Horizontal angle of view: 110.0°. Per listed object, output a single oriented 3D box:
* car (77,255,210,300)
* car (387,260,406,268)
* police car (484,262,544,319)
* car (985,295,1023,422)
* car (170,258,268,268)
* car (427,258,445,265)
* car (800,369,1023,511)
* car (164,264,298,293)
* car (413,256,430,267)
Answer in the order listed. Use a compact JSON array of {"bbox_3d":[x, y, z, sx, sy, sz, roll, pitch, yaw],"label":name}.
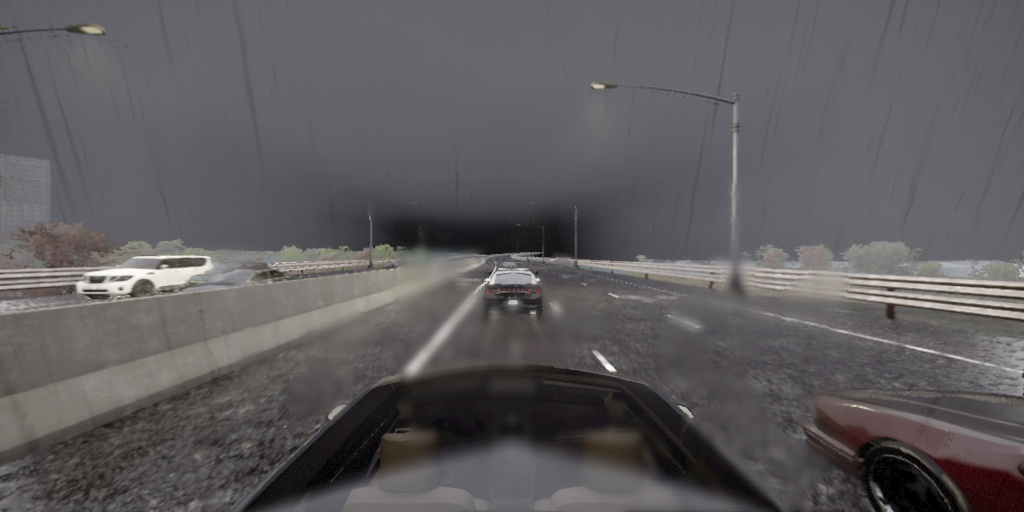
[{"bbox_3d":[-17.689,0.974,17.917,2.150,2.045,5.566,0,0,-1],"label":"car"},{"bbox_3d":[-18.465,1.292,57.544,1.994,1.385,4.181,0,0,-1],"label":"car"},{"bbox_3d":[0.050,1.174,13.015,1.930,1.638,5.238,0,0,0],"label":"police car"},{"bbox_3d":[7.092,1.253,2.233,1.837,1.490,4.892,0,0,0],"label":"car"},{"bbox_3d":[-14.195,1.104,18.343,2.097,1.767,4.553,0,0,-1],"label":"car"},{"bbox_3d":[-11.421,1.291,55.931,1.994,1.385,4.181,0,0,-1],"label":"car"},{"bbox_3d":[3.592,1.297,0.793,2.033,1.411,5.357,0,0,0],"label":"car"},{"bbox_3d":[-10.660,1.257,14.452,1.837,1.490,4.892,0,0,0],"label":"car"},{"bbox_3d":[-15.042,0.946,60.548,2.150,2.045,5.566,0,0,-1],"label":"car"}]
